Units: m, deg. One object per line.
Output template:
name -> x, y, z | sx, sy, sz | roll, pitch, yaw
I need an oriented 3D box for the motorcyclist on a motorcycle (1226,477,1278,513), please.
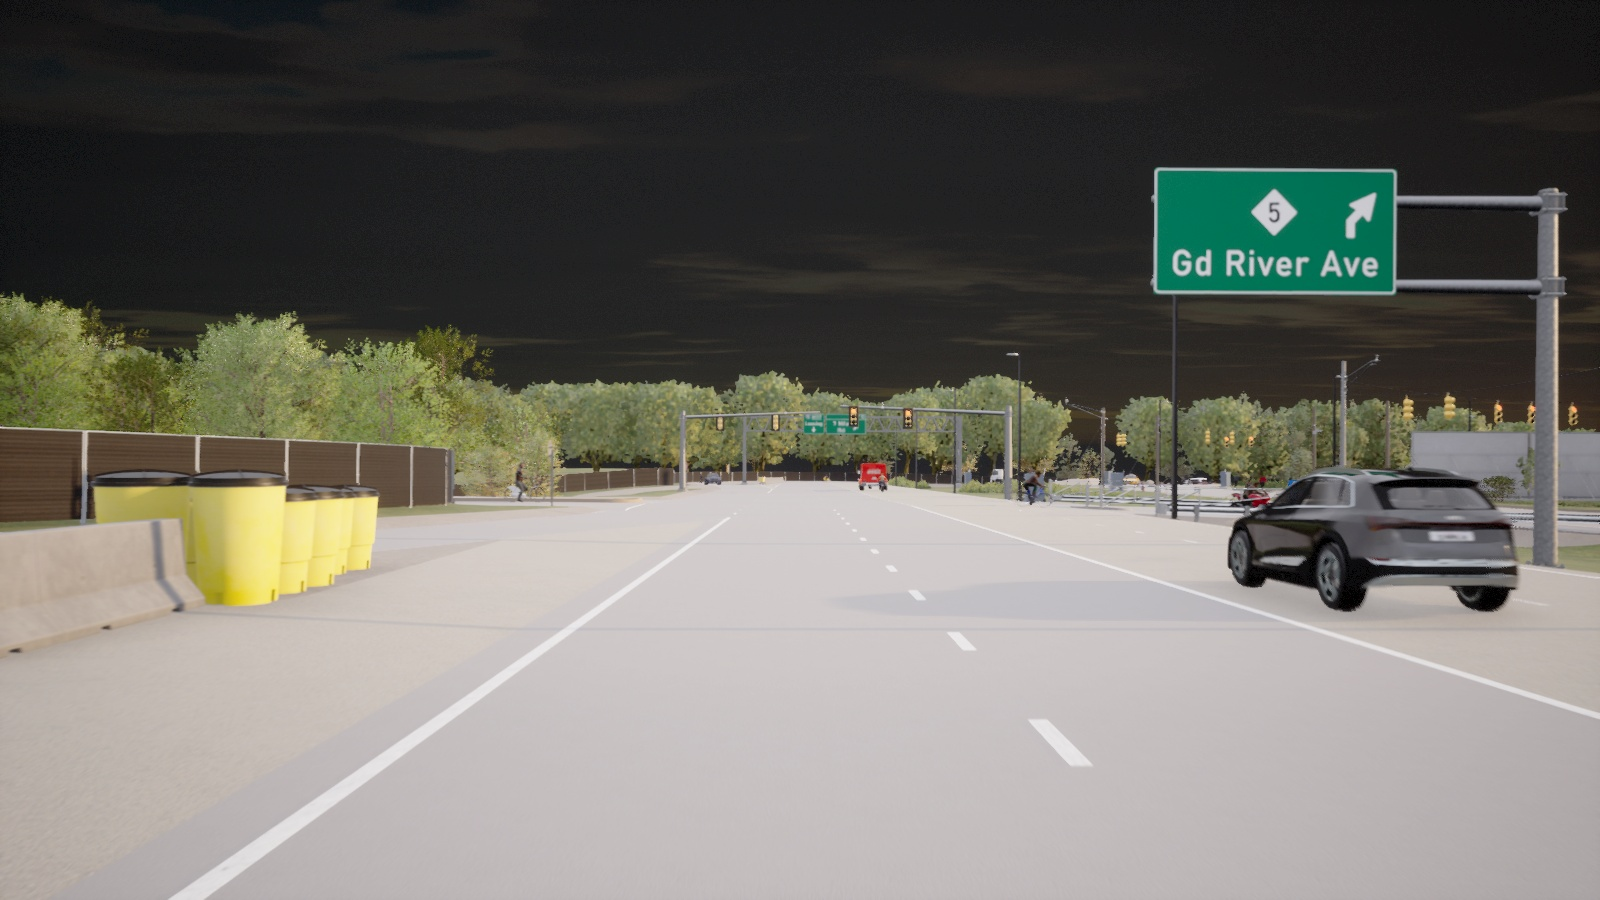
motorcyclist on a motorcycle -> 20.351, 2.028, 56.548 | 2.044, 1.523, 0.797 | 1, -1, 0

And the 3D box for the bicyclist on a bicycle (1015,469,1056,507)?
bicyclist on a bicycle -> 10.582, 1.706, 56.514 | 1.656, 1.620, 0.582 | 2, -1, 0

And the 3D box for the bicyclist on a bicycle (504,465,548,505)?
bicyclist on a bicycle -> -12.302, 1.581, 56.395 | 1.843, 1.776, 0.659 | 0, -1, -1

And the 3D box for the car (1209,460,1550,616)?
car -> 6.961, 0.974, 15.804 | 2.033, 1.649, 4.856 | 0, -1, 0
